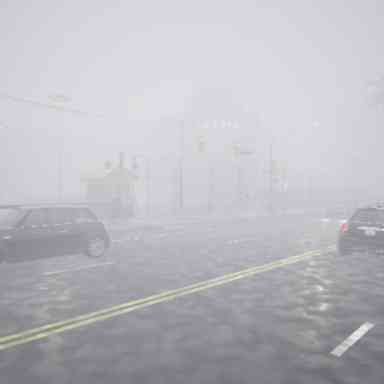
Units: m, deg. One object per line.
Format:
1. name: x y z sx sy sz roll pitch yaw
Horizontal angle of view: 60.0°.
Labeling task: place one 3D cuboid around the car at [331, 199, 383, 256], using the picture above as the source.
1. car: 6.940 1.249 11.569 4.553 1.767 2.097 0 1 -44

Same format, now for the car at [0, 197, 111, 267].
1. car: -4.878 1.205 10.121 4.553 1.767 2.097 0 1 -44

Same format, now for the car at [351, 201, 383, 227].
1. car: 12.237 1.370 21.727 4.181 1.385 1.994 0 1 -43

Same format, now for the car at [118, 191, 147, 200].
1. car: -10.741 0.641 60.068 4.786 1.482 2.161 0 1 -45

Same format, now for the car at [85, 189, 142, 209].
1. car: -7.730 0.827 33.007 4.553 1.767 2.185 0 1 -45

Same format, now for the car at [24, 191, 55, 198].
1. car: -20.539 0.933 45.800 4.718 1.301 1.895 0 1 -45

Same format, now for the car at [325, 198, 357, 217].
1. car: 12.465 1.254 26.694 4.892 1.490 1.837 0 1 -42

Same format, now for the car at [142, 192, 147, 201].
1. car: -7.245 0.755 56.410 3.806 1.475 1.970 0 1 -45

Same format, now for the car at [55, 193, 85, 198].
1. car: -13.080 0.888 38.404 4.193 1.474 1.816 0 1 -45

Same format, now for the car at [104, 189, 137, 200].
1. car: -13.324 0.431 62.426 5.566 2.045 2.435 0 1 -45
